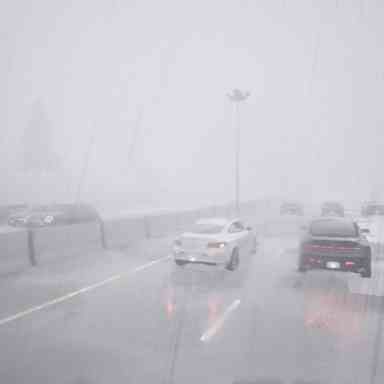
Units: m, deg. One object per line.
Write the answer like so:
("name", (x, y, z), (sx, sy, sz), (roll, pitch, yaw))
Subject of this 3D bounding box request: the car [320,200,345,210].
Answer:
("car", (13.038, 1.475, 30.907), (1.837, 1.490, 4.892), (0, 1, 23))

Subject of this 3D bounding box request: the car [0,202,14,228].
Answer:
("car", (-9.861, 1.534, 22.117), (1.837, 1.490, 4.892), (0, 0, 23))

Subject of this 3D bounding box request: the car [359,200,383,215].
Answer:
("car", (16.549, 1.491, 30.225), (1.812, 1.442, 4.674), (0, 1, 23))

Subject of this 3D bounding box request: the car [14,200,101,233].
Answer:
("car", (-7.338, 1.386, 19.092), (2.097, 1.767, 4.553), (0, 0, 23))

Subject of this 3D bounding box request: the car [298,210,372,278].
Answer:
("car", (4.454, 1.554, 10.510), (1.837, 1.490, 4.892), (0, 0, 23))

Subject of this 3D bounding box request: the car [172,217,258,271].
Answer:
("car", (0.916, 1.567, 11.127), (1.812, 1.442, 4.674), (0, 0, 23))

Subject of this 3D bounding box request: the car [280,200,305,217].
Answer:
("car", (9.510, 1.478, 31.547), (1.837, 1.490, 4.892), (0, 1, 23))
